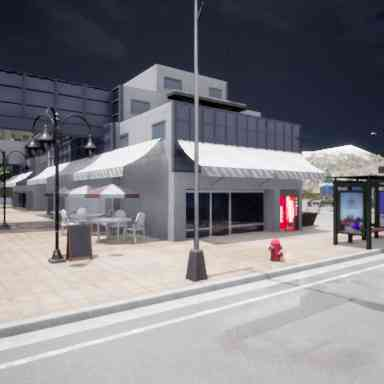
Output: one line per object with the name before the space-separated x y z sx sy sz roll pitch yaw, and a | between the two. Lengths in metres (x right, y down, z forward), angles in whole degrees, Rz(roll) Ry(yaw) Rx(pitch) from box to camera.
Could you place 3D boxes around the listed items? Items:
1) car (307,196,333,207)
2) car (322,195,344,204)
car | 19.116 1.340 48.778 5.027 1.636 2.152 0 0 -36
car | 28.397 1.482 66.892 4.514 1.523 2.007 0 0 -36
